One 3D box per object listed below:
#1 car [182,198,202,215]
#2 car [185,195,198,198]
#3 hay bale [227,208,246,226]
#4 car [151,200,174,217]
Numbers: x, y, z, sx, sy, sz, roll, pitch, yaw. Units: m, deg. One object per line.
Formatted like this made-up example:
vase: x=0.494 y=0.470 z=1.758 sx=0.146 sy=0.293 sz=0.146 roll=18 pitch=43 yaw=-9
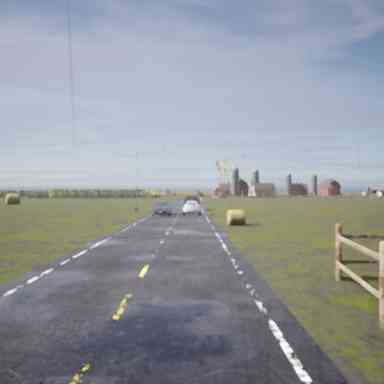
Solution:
car: x=0.016 y=1.650 z=35.004 sx=1.812 sy=1.442 sz=4.674 roll=0 pitch=0 yaw=1
car: x=-0.019 y=1.385 z=45.421 sx=2.150 sy=2.045 sz=5.566 roll=0 pitch=0 yaw=0
hay bale: x=3.116 y=1.738 z=23.455 sx=1.220 sy=1.180 sz=1.240 roll=1 pitch=0 yaw=0
car: x=-2.863 y=1.621 z=32.798 sx=1.837 sy=1.490 sz=4.892 roll=0 pitch=0 yaw=0
